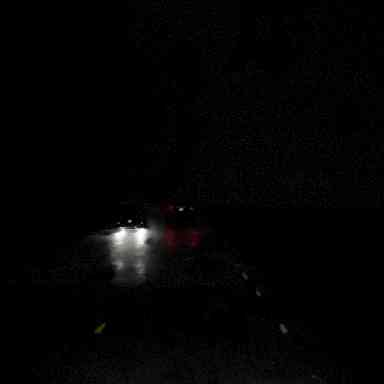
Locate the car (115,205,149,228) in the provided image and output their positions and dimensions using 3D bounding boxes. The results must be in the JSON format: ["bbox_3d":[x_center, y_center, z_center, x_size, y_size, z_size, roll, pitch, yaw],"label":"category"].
[{"bbox_3d":[-3.952,1.594,22.400,1.994,1.385,4.181,0,0,-4],"label":"car"}]

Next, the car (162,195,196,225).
[{"bbox_3d":[-0.942,1.258,24.878,2.150,2.045,5.566,0,0,-5],"label":"car"}]

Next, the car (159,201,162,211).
[{"bbox_3d":[-3.130,1.610,42.861,1.882,1.535,5.008,0,0,-9],"label":"car"}]
